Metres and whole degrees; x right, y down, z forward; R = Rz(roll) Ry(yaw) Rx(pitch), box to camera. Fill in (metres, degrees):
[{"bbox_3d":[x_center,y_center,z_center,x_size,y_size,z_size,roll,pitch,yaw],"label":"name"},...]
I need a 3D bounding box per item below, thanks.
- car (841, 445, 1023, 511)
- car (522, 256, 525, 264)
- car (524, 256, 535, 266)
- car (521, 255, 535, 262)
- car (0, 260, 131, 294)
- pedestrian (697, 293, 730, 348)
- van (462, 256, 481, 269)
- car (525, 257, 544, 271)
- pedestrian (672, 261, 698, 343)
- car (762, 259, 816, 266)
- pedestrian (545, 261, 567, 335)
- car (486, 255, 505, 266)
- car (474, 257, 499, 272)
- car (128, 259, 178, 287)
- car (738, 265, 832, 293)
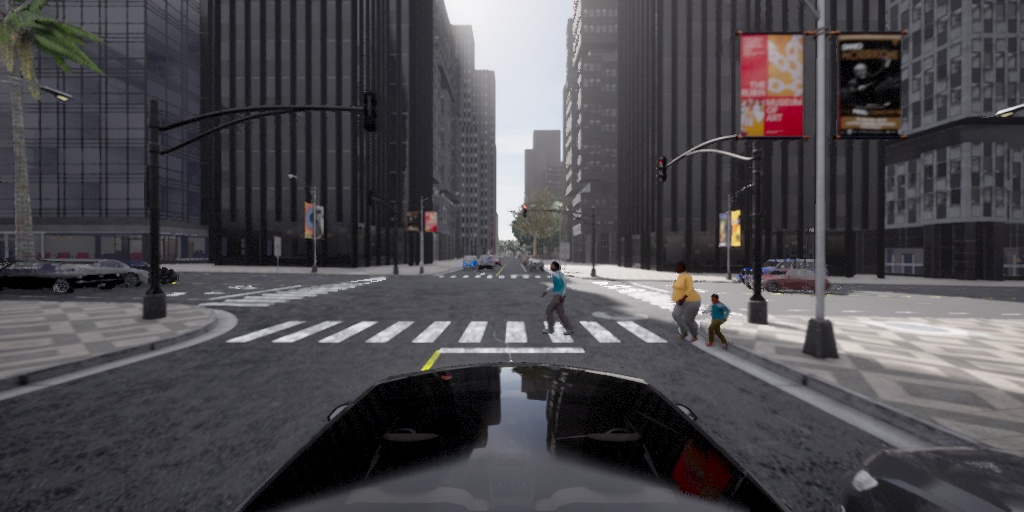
[{"bbox_3d":[2.767,1.308,0.284,2.007,1.370,4.403,0,0,0],"label":"car"},{"bbox_3d":[2.966,1.030,53.492,2.007,1.370,4.403,0,0,0],"label":"car"},{"bbox_3d":[2.927,1.033,48.149,1.751,1.417,4.829,0,0,0],"label":"car"},{"bbox_3d":[3.007,0.767,59.005,2.192,1.841,5.009,0,0,0],"label":"car"},{"bbox_3d":[-20.248,0.932,15.774,4.718,1.301,1.895,1,0,0],"label":"car"},{"bbox_3d":[4.279,1.335,7.438,0.500,1.100,0.500,0,0,0],"label":"pedestrian"},{"bbox_3d":[-5.600,0.848,48.040,1.690,1.789,3.998,0,0,0],"label":"van"},{"bbox_3d":[2.885,1.086,42.467,2.007,1.370,4.403,0,0,0],"label":"car"},{"bbox_3d":[3.928,1.009,8.153,0.375,1.860,0.375,0,0,0],"label":"pedestrian"},{"bbox_3d":[19.354,1.237,25.659,5.566,2.045,2.150,1,0,0],"label":"car"},{"bbox_3d":[1.074,1.006,8.751,0.375,1.860,0.375,0,0,0],"label":"pedestrian"},{"bbox_3d":[-2.801,0.800,59.566,2.097,1.767,4.553,0,0,1],"label":"car"},{"bbox_3d":[-2.964,1.136,42.445,1.895,1.301,4.718,0,0,1],"label":"car"},{"bbox_3d":[-20.412,0.881,19.026,4.181,1.385,1.994,1,0,0],"label":"car"},{"bbox_3d":[17.223,1.513,22.421,4.674,1.442,1.812,1,0,0],"label":"car"}]
